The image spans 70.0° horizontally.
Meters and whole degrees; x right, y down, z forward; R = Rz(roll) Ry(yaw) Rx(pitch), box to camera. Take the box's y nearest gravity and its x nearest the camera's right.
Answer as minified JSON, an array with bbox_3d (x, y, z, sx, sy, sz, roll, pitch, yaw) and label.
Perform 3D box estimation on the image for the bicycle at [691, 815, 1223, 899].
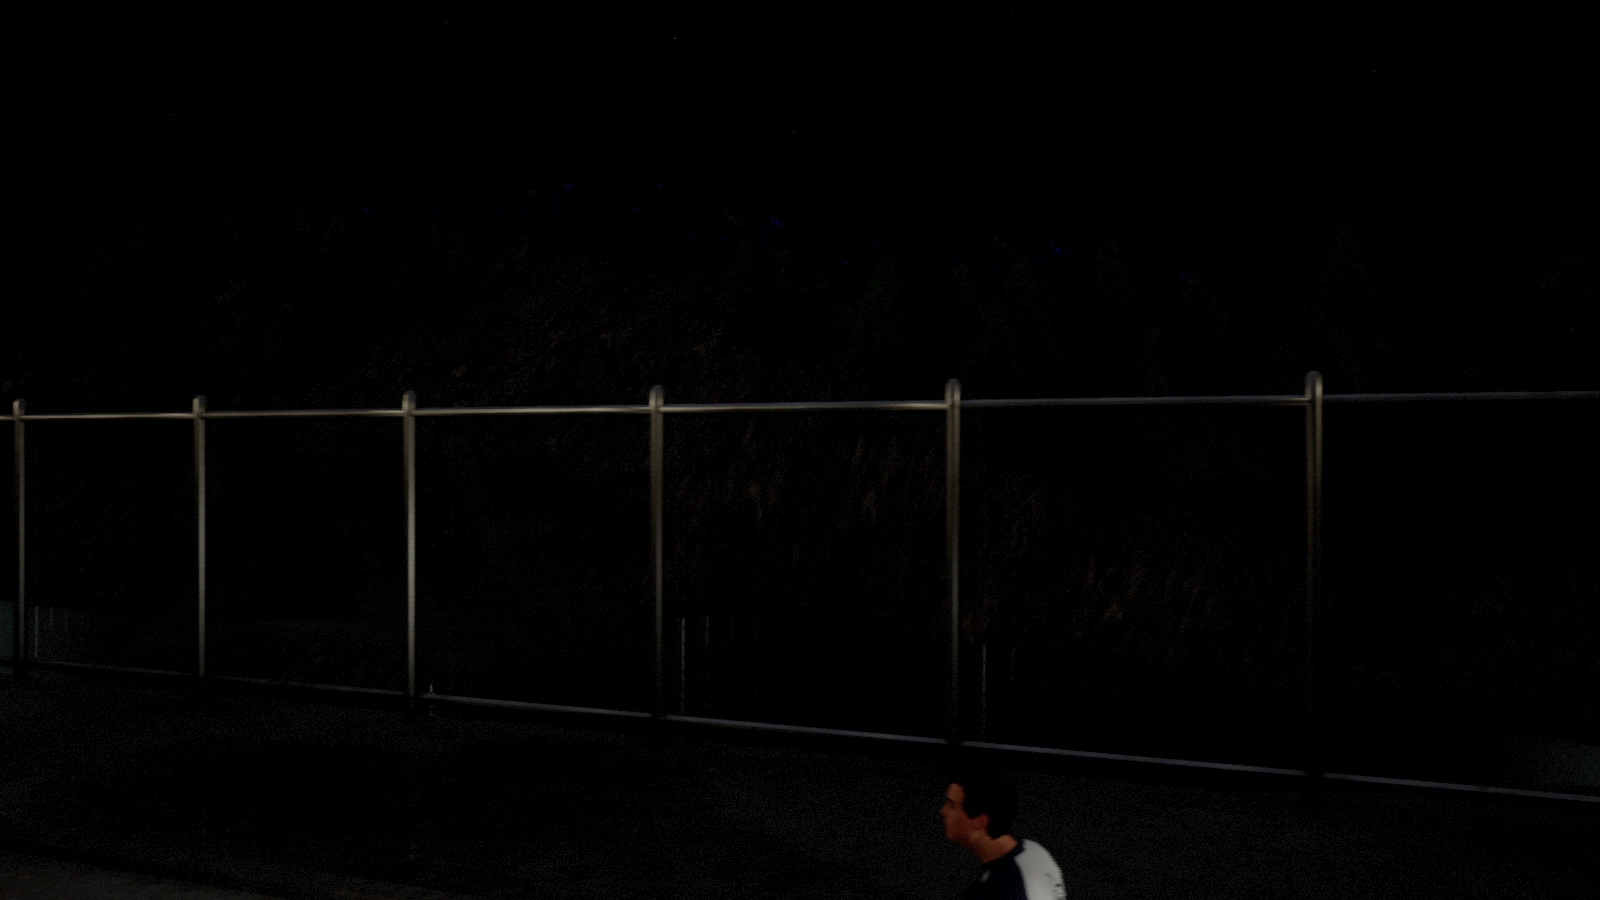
[{"bbox_3d":[0.478,2.056,3.649,1.643,1.496,0.373,0,0,20],"label":"bicycle"}]
